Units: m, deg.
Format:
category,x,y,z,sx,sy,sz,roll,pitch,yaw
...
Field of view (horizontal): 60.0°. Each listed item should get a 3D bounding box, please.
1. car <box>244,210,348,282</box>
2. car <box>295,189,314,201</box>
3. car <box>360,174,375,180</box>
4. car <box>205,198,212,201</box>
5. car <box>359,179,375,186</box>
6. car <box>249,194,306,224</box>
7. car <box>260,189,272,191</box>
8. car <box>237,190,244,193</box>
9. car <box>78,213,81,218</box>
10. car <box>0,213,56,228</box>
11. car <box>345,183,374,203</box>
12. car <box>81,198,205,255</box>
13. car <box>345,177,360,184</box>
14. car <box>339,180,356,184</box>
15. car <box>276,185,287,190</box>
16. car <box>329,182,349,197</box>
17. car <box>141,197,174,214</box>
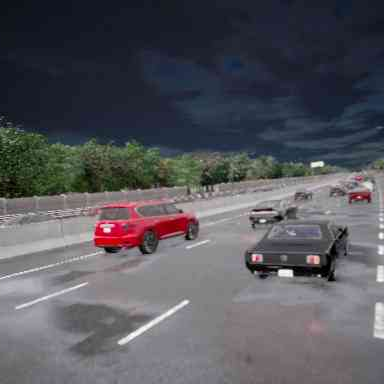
category,x,y,z,sx,sy,sz,roll,pitch,yaw
car,3.113,1.397,9.133,1.895,1.301,4.718,-4,0,30
car,14.739,0.354,43.831,1.837,1.490,4.892,-4,1,29
car,38.659,-2.386,72.542,2.150,2.045,5.566,-4,1,29
car,1.156,1.499,41.077,1.837,1.490,4.892,-4,0,30
car,28.221,-0.919,53.647,1.812,1.442,4.674,-4,1,29
car,4.806,1.198,19.161,2.128,1.511,4.902,-4,0,30
car,17.237,-0.380,77.052,1.895,1.301,4.718,-4,1,29
car,11.145,0.029,80.476,2.128,1.511,4.902,-4,1,29
car,-8.221,1.969,31.722,2.150,2.045,5.566,-5,0,30
car,-10.553,2.235,20.637,2.097,1.767,4.553,-4,0,30
car,16.907,0.226,33.441,1.882,1.535,5.008,-4,0,30
car,-1.800,1.413,14.663,2.150,2.045,5.566,-4,0,30
car,37.168,-2.066,77.039,1.882,1.535,5.008,-4,1,29
car,29.074,-1.039,62.361,1.895,1.301,4.718,-4,1,29
car,20.294,-0.717,75.377,1.837,1.490,4.892,-4,1,29
car,20.898,-0.220,47.687,1.837,1.490,4.892,-4,1,29
car,-4.628,1.791,45.046,2.097,1.767,4.553,-4,1,30
